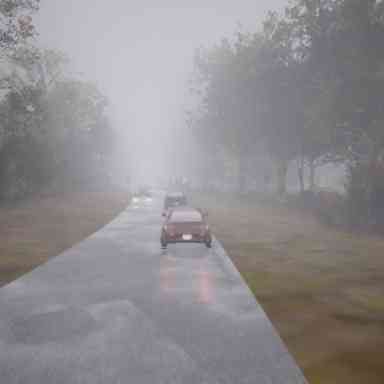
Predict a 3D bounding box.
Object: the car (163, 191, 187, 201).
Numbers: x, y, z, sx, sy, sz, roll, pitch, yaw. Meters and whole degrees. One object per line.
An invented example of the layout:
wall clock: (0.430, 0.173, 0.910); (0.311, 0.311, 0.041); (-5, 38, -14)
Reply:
car: (-1.508, 0.618, 29.205); (1.882, 1.535, 5.008); (0, 3, -6)

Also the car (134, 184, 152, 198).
car: (-6.098, -0.249, 41.379); (2.097, 1.767, 4.553); (1, 3, -9)

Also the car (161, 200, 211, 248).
car: (-0.270, 1.288, 13.482); (1.812, 1.442, 4.674); (0, 1, -2)
